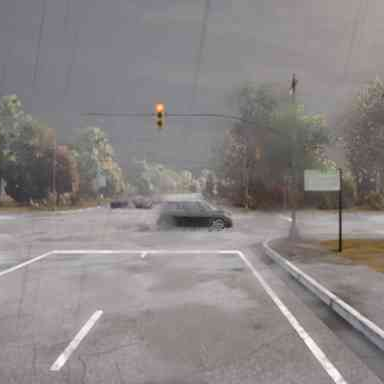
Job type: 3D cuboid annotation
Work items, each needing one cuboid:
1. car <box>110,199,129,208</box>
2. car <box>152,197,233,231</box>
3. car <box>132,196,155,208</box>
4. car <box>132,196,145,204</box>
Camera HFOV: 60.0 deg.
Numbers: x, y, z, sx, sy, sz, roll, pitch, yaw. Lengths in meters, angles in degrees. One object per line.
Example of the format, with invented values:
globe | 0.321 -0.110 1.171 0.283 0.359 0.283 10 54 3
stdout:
car | -10.490 1.602 48.254 1.895 1.301 4.718 0 0 0
car | 0.188 1.350 20.171 4.553 1.767 2.097 0 0 3
car | -6.991 1.602 48.246 1.895 1.301 4.718 0 0 0
car | -10.390 1.506 64.930 1.837 1.490 4.892 0 0 1
